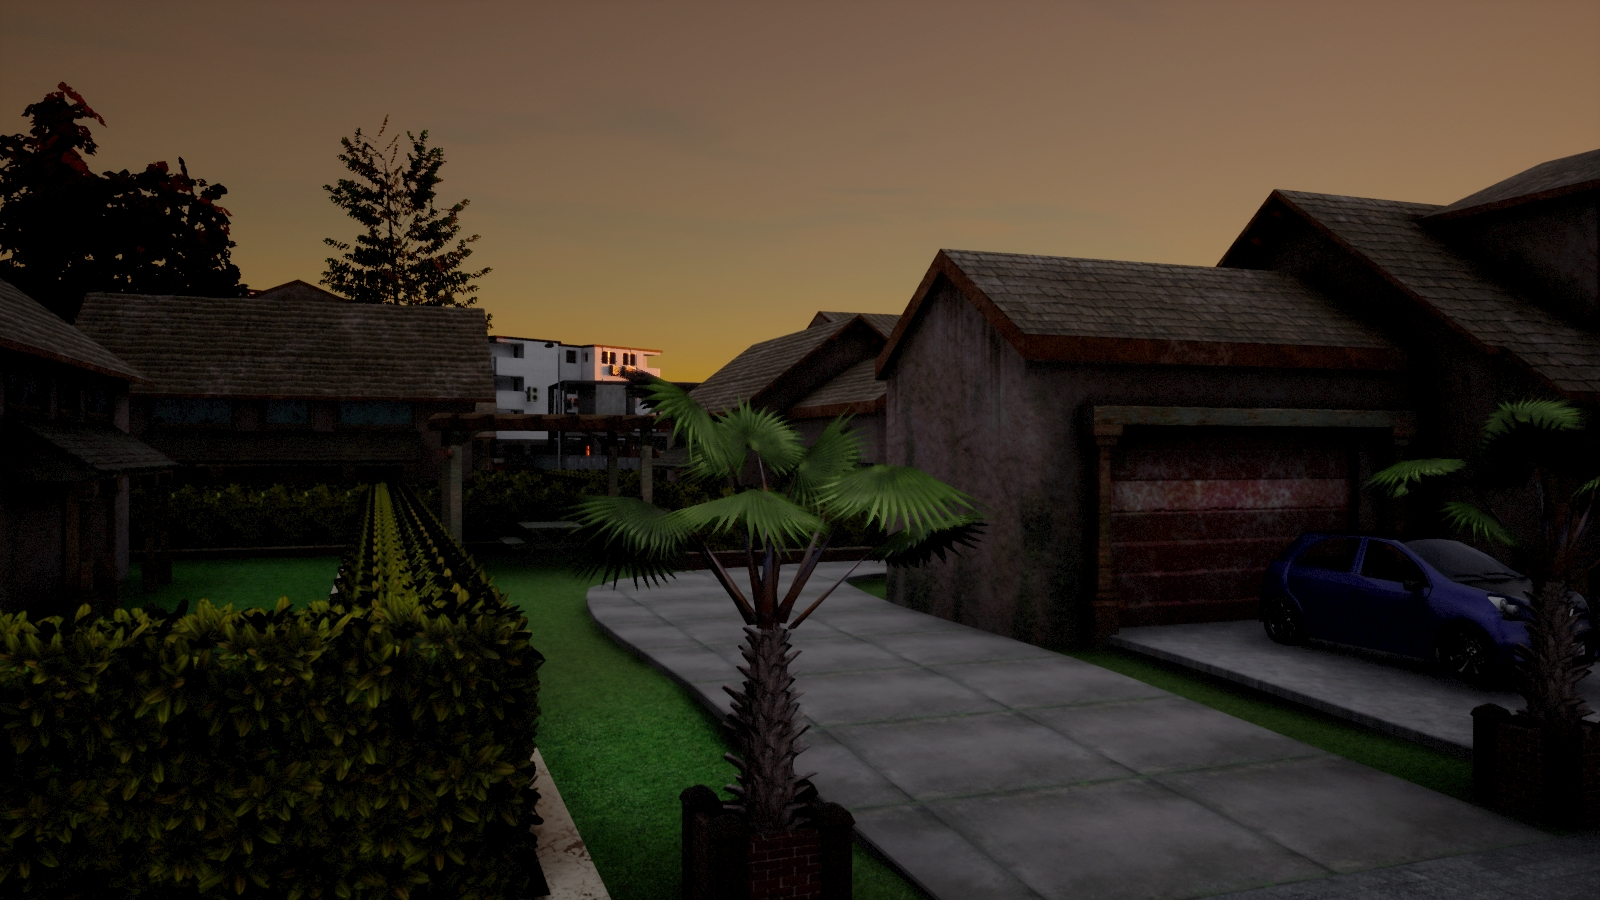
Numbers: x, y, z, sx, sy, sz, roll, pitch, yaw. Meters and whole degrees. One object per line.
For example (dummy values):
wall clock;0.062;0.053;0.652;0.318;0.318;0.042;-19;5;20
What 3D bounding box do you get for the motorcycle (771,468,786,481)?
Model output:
motorcycle;-1.939;2.199;102.837;0.803;1.199;2.033;0;0;-20
